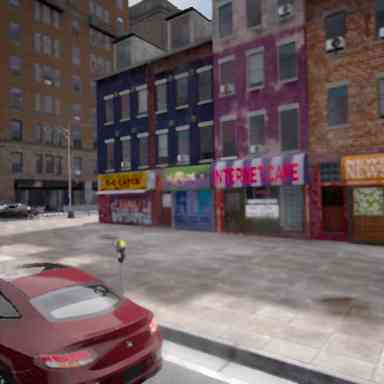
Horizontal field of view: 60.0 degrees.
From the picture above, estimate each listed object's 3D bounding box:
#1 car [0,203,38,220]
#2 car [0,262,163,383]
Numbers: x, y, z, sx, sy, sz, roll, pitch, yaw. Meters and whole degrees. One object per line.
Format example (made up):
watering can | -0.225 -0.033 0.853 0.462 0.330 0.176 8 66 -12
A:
car | -15.476 1.702 28.173 1.812 1.442 4.674 -2 -1 36
car | -2.272 1.625 4.444 4.206 1.307 1.802 -1 -1 35
